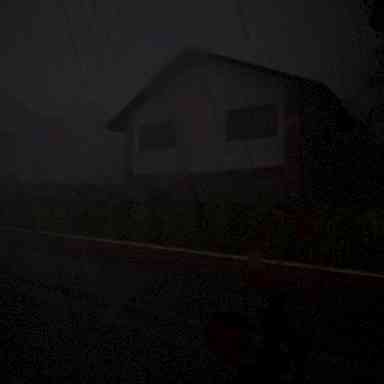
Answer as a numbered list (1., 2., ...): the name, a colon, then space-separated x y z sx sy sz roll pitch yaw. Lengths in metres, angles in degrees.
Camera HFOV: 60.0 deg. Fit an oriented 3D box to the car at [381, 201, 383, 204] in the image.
1. car: 14.250 1.169 21.863 3.806 1.475 1.970 0 0 36
